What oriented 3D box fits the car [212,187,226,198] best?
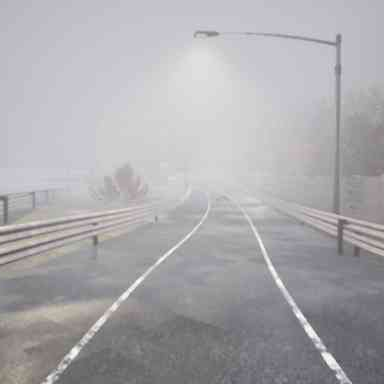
[{"bbox_3d":[4.396,0.031,54.557,1.895,1.301,4.718,0,5,0],"label":"car"}]

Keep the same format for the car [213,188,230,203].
[{"bbox_3d":[4.070,0.651,44.356,1.812,1.442,4.674,1,3,2],"label":"car"}]
